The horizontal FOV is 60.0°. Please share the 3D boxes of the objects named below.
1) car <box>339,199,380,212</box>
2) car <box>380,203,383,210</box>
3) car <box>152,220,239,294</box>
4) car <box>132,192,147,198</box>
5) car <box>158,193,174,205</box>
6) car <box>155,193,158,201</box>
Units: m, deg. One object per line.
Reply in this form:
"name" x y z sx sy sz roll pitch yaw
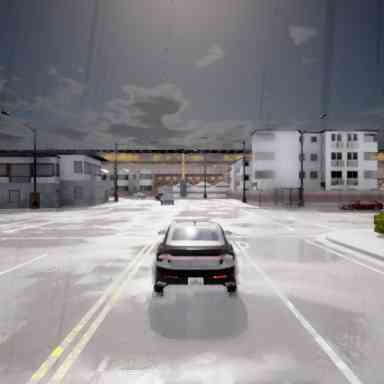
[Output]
"car" 19.197 1.528 37.805 4.674 1.442 1.812 0 0 2
"car" 22.504 1.528 34.214 4.674 1.442 1.812 0 0 2
"car" 0.079 1.493 8.800 2.128 1.511 4.902 0 0 0
"car" -12.009 0.710 75.950 1.812 1.442 4.674 0 1 -37
"car" -3.893 1.082 52.729 2.097 1.767 4.553 0 1 -5
"car" -5.808 0.975 63.596 1.837 1.490 4.892 0 2 -17
